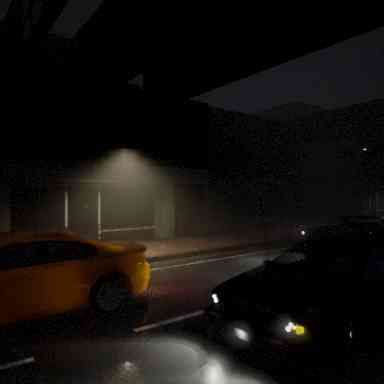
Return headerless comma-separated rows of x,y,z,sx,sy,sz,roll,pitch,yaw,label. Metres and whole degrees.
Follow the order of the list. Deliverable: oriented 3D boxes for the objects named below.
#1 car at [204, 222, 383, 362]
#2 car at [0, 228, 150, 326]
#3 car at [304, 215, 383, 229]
2.800,1.547,6.119,5.357,1.411,2.033,0,0,-37,car
-3.181,1.478,6.005,5.008,1.535,1.882,0,0,-37,car
6.288,1.601,13.104,4.718,1.301,1.895,0,0,-37,car
